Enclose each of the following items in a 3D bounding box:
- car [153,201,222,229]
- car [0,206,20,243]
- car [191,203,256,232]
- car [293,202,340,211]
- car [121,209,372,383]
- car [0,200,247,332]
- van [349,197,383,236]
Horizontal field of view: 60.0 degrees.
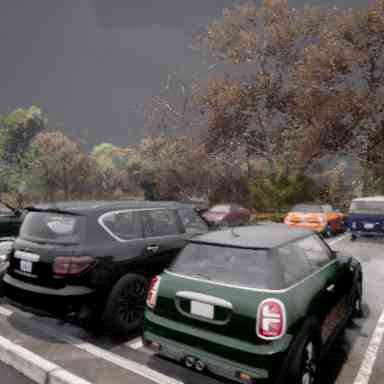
[{"bbox_3d":[-0.153,1.434,22.629,2.097,1.535,5.008,0,0,36],"label":"car"},{"bbox_3d":[-10.046,1.439,13.609,2.231,1.521,4.892,0,0,36],"label":"car"},{"bbox_3d":[2.113,1.476,21.007,2.002,1.452,4.674,0,0,36],"label":"car"},{"bbox_3d":[6.626,1.322,17.744,2.185,1.767,4.553,0,0,35],"label":"car"},{"bbox_3d":[1.342,1.331,5.447,2.185,1.767,4.553,0,0,35],"label":"car"},{"bbox_3d":[-0.903,1.196,7.122,2.435,2.045,5.566,0,0,36],"label":"car"},{"bbox_3d":[8.976,1.231,16.249,1.878,1.987,4.442,0,0,36],"label":"van"}]
